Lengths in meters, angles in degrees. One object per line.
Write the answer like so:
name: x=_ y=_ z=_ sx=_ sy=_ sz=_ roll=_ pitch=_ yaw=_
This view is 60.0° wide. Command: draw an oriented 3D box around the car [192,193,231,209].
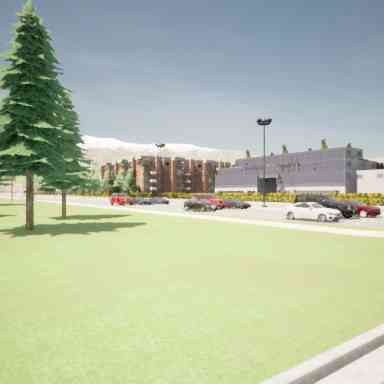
car: x=1.885 y=1.218 z=42.063 sx=2.150 sy=2.045 sz=5.566 roll=0 pitch=0 yaw=-36

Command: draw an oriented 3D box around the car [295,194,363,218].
car: x=11.415 y=1.222 z=29.029 sx=2.150 sy=2.045 sz=5.566 roll=0 pitch=0 yaw=-36

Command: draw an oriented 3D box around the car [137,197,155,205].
car: x=-8.917 y=1.603 z=57.149 sx=2.033 sy=1.411 sz=5.357 roll=0 pitch=0 yaw=-36

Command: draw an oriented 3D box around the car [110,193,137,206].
car: x=-11.698 y=1.211 z=55.021 sx=2.150 sy=2.045 sz=5.566 roll=0 pitch=0 yaw=-36

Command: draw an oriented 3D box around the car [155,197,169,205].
car: x=-6.080 y=1.568 z=59.198 sx=2.033 sy=1.411 sz=5.357 roll=0 pitch=0 yaw=-36

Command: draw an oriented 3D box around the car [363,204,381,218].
car: x=14.605 y=1.478 z=30.598 sx=1.882 sy=1.535 sz=5.008 roll=0 pitch=0 yaw=-36

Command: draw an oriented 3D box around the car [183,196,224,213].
car: x=0.893 y=1.490 z=37.489 sx=2.128 sy=1.511 sz=4.902 roll=0 pitch=0 yaw=-36

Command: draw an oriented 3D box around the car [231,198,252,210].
car: x=5.282 y=1.547 z=43.341 sx=2.033 sy=1.411 sz=5.357 roll=0 pitch=0 yaw=-36

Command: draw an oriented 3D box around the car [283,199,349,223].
car: x=9.319 y=1.526 z=26.006 sx=1.812 sy=1.442 sz=4.674 roll=0 pitch=0 yaw=-35
